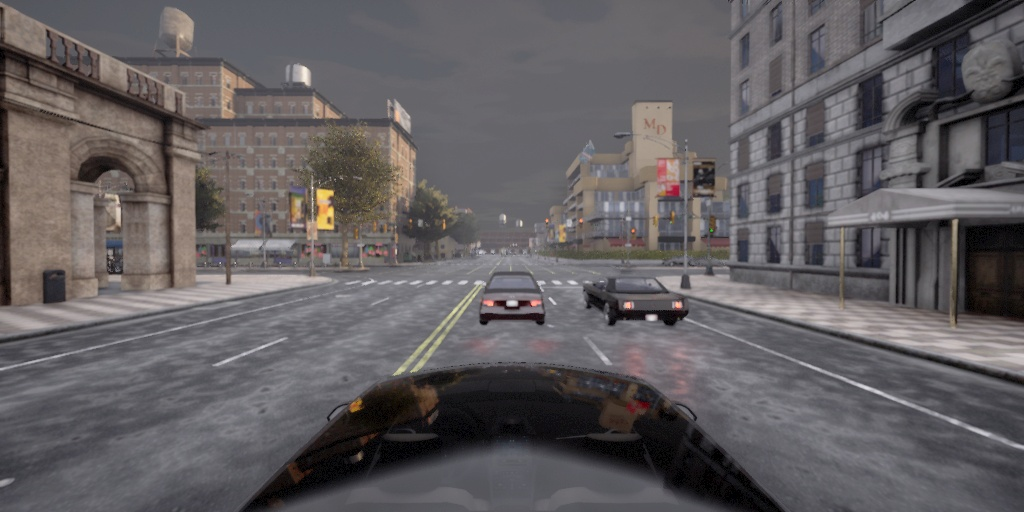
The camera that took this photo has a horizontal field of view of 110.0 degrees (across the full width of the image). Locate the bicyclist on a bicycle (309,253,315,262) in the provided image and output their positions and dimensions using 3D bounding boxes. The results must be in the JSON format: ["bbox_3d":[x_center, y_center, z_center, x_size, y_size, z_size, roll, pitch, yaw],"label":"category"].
[{"bbox_3d":[-31.481,0.383,56.339,0.582,1.620,1.656,0,1,0],"label":"bicyclist on a bicycle"}]

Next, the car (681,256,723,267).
[{"bbox_3d":[24.229,0.781,45.302,4.181,1.385,1.994,0,1,0],"label":"car"}]

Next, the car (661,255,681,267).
[{"bbox_3d":[22.907,0.666,48.794,4.902,1.511,2.128,0,1,0],"label":"car"}]

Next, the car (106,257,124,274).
[{"bbox_3d":[-34.316,0.868,33.350,4.892,1.490,1.837,0,1,0],"label":"car"}]

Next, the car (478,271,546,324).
[{"bbox_3d":[0.000,1.180,11.316,2.033,1.411,5.357,0,1,0],"label":"car"}]

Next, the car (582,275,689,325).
[{"bbox_3d":[3.501,1.235,11.206,1.895,1.301,4.718,0,1,0],"label":"car"}]
